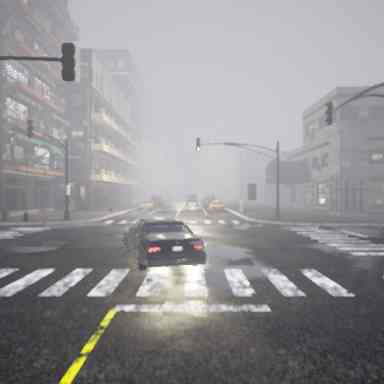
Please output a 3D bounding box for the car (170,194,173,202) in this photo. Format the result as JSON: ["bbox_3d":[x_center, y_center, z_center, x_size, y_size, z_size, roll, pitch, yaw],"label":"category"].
[{"bbox_3d":[-5.660,1.681,69.873,1.752,1.417,4.829,0,0,0],"label":"car"}]

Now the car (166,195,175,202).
[{"bbox_3d":[-5.653,1.651,86.661,1.967,1.590,4.097,0,0,0],"label":"car"}]

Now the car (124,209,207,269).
[{"bbox_3d":[-1.135,1.548,11.232,2.033,1.411,5.357,0,0,-17],"label":"car"}]

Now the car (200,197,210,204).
[{"bbox_3d":[2.721,1.707,70.041,2.008,1.369,4.403,0,0,0],"label":"car"}]

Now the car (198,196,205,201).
[{"bbox_3d":[2.729,1.756,92.368,1.752,1.417,4.829,0,0,0],"label":"car"}]

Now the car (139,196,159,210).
[{"bbox_3d":[-5.671,1.606,42.177,1.752,1.417,4.829,0,0,0],"label":"car"}]

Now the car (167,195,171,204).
[{"bbox_3d":[-5.662,1.690,64.504,2.008,1.369,4.403,0,0,0],"label":"car"}]

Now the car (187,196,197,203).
[{"bbox_3d":[0.030,1.609,73.616,1.994,1.385,4.181,0,0,0],"label":"car"}]

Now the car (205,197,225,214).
[{"bbox_3d":[2.708,1.594,36.976,1.752,1.417,4.829,0,0,0],"label":"car"}]

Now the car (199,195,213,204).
[{"bbox_3d":[2.715,1.424,53.424,2.192,1.841,5.009,0,0,0],"label":"car"}]

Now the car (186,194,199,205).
[{"bbox_3d":[0.025,1.357,63.227,2.150,2.045,5.566,0,0,0],"label":"car"}]

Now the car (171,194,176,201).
[{"bbox_3d":[-5.656,1.737,81.123,1.887,1.381,4.507,0,0,0],"label":"car"}]

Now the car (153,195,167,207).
[{"bbox_3d":[-5.665,1.424,53.426,2.192,1.841,5.009,0,0,0],"label":"car"}]

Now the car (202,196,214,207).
[{"bbox_3d":[2.712,1.676,47.884,1.802,1.307,4.206,0,0,0],"label":"car"}]
